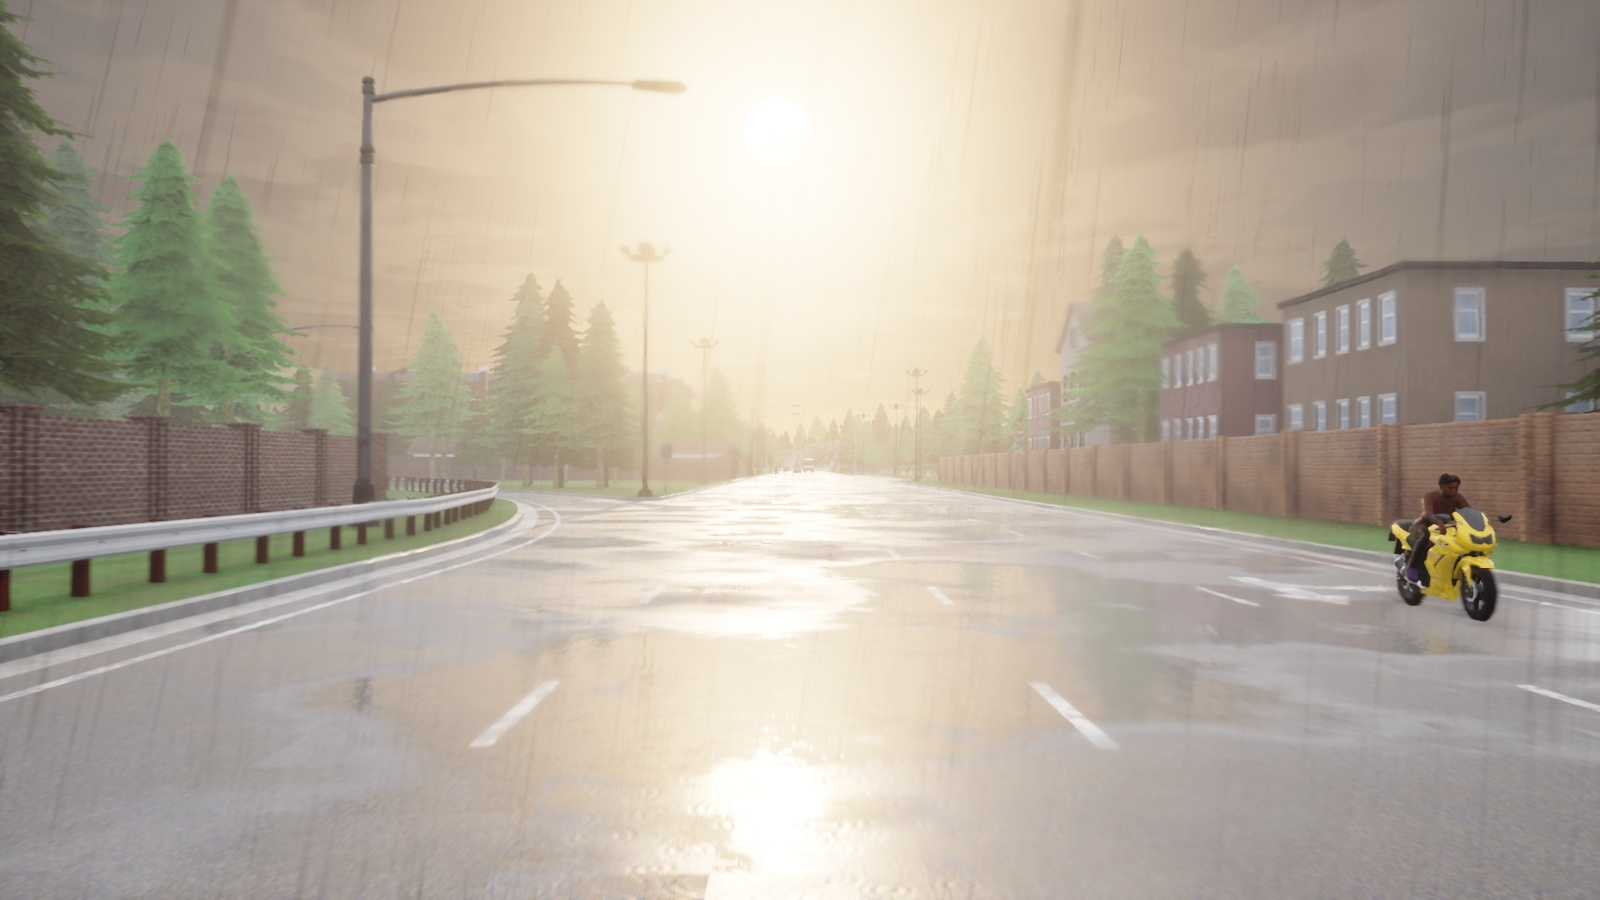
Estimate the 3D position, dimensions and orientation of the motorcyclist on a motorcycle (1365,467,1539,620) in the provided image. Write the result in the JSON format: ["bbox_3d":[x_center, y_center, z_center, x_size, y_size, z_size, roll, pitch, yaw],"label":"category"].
[{"bbox_3d":[6.968,0.950,13.562,0.797,1.523,2.044,0,-1,0],"label":"motorcyclist on a motorcycle"}]
